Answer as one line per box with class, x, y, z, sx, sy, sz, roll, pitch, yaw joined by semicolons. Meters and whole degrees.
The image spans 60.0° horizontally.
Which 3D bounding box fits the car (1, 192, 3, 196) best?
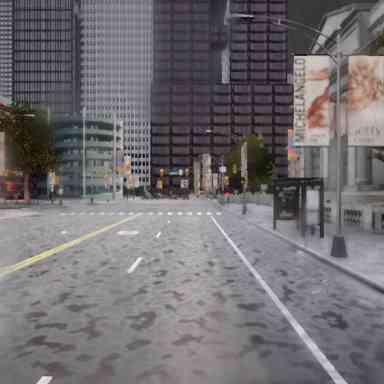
car;-49.531;1.317;81.377;4.674;1.452;2.002;0;0;0
